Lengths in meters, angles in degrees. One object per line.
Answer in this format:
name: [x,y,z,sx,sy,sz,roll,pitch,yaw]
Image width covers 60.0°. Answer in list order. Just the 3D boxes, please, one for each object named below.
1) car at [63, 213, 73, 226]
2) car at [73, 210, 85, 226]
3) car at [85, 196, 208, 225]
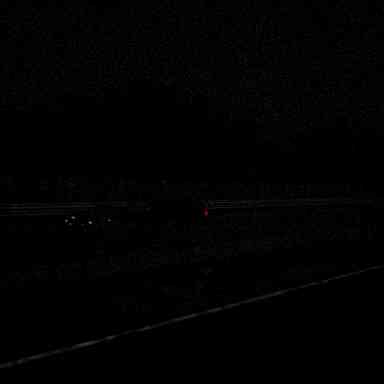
car: [-5.923,1.546,21.212,4.181,1.385,1.994,0,0,-35]
car: [-3.999,1.548,18.286,4.181,1.385,1.994,0,0,-35]
car: [-1.781,1.207,15.573,5.566,2.045,2.150,0,0,-35]
